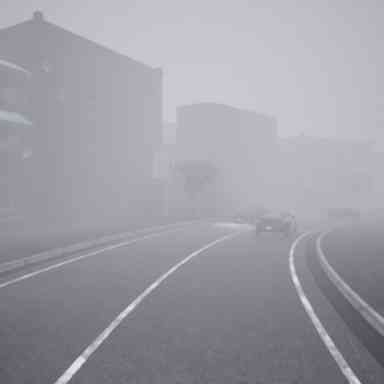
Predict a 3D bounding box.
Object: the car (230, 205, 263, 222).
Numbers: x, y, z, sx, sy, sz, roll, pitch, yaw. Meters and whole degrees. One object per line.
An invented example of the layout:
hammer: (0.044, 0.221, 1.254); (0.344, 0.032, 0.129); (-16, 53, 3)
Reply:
car: (5.111, 1.788, 27.671); (2.033, 1.411, 5.357); (3, 1, 33)

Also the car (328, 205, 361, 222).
car: (15.941, 2.148, 34.610); (5.008, 1.535, 1.882); (2, 2, -44)

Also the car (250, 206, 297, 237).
car: (5.151, 1.816, 20.095); (1.812, 1.442, 4.674); (2, 0, 25)
